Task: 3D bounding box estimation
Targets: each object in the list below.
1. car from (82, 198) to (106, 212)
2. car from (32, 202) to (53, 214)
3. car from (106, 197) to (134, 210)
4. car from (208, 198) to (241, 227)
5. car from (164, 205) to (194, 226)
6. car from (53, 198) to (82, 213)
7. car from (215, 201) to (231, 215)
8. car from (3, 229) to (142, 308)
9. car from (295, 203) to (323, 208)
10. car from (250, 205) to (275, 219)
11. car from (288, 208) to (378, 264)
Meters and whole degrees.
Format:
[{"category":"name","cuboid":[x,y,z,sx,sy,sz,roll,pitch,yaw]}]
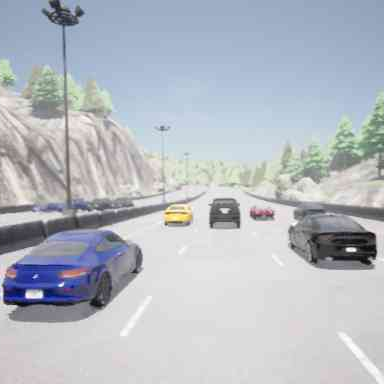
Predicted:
[{"category":"car","cuboid":[-13.267,1.834,47.917,2.150,2.045,5.566,-1,-1,5]},{"category":"car","cuboid":[-20.426,2.200,46.568,1.812,1.442,4.674,-1,-1,5]},{"category":"car","cuboid":[-9.838,1.788,47.020,2.150,2.045,5.566,-1,-1,6]},{"category":"car","cuboid":[2.402,1.436,24.570,2.150,2.045,5.566,-1,0,5]},{"category":"car","cuboid":[-0.970,1.744,26.156,1.882,1.535,5.008,-1,-1,5]},{"category":"car","cuboid":[-16.875,1.864,46.974,2.150,2.045,5.566,-1,-1,6]},{"category":"car","cuboid":[3.807,1.862,40.709,1.837,1.490,4.892,-1,0,5]},{"category":"car","cuboid":[-2.550,1.633,8.096,1.812,1.442,4.674,-1,-1,5]},{"category":"car","cuboid":[9.690,1.669,27.545,1.837,1.490,4.892,-1,-1,5]},{"category":"car","cuboid":[6.510,1.837,31.378,1.895,1.301,4.718,-1,-1,5]},{"category":"car","cuboid":[4.837,1.544,12.123,1.882,1.535,5.008,-1,-1,5]}]
